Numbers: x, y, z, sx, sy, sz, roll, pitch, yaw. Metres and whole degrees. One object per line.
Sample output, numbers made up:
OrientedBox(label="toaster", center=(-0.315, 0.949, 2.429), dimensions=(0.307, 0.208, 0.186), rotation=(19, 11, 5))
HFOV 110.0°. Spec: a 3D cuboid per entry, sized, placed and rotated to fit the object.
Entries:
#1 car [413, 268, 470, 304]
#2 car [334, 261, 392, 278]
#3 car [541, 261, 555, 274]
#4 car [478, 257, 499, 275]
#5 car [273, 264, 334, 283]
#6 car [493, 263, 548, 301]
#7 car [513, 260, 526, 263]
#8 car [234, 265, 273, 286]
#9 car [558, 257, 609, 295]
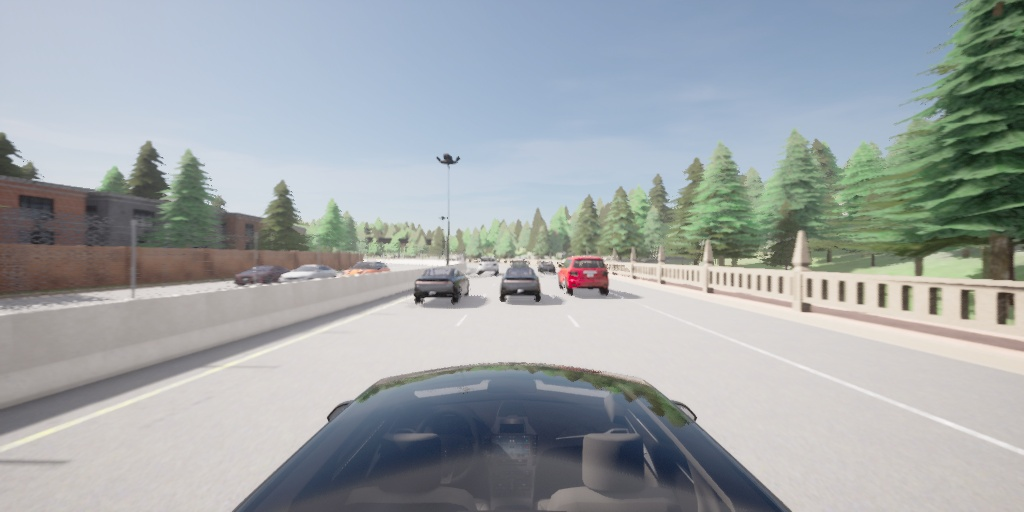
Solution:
OrientedBox(label="car", center=(-3.124, 1.284, 16.664), dimensions=(2.128, 1.511, 4.902), rotation=(0, 0, 1))
OrientedBox(label="car", center=(-10.069, 1.144, 25.089), dimensions=(2.097, 1.767, 4.553), rotation=(0, 0, 1))
OrientedBox(label="car", center=(4.209, 1.419, 44.781), dimensions=(2.128, 1.511, 4.902), rotation=(0, 0, -2))
OrientedBox(label="car", center=(-2.710, 1.110, 42.169), dimensions=(2.150, 2.045, 5.566), rotation=(0, 0, -1))
OrientedBox(label="car", center=(-13.592, 1.301, 24.360), dimensions=(1.812, 1.442, 4.674), rotation=(0, 0, 2))
OrientedBox(label="car", center=(0.399, 1.303, 17.722), dimensions=(2.128, 1.511, 4.902), rotation=(0, 0, 1))
OrientedBox(label="car", center=(0.755, 1.241, 38.787), dimensions=(2.097, 1.767, 4.553), rotation=(0, 0, 0))
OrientedBox(label="car", center=(-17.074, 1.327, 25.044), dimensions=(1.994, 1.385, 4.181), rotation=(0, 0, 1))
OrientedBox(label="car", center=(3.953, 1.059, 20.520), dimensions=(2.150, 2.045, 5.566), rotation=(0, 0, 1))
